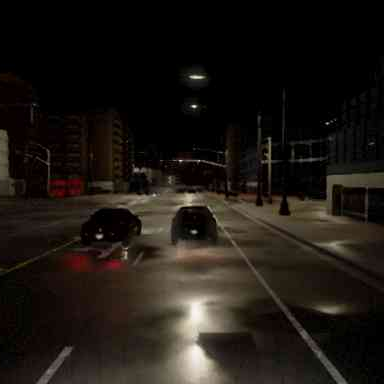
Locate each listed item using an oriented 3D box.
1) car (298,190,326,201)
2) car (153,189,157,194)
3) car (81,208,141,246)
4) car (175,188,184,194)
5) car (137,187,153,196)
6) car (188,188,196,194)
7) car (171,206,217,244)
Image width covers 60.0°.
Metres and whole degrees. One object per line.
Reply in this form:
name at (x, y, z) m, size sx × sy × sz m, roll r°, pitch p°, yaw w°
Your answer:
car at (17.966, 0.531, 48.222) m, size 5.008 × 1.535 × 1.882 m, roll 0°, pitch 2°, yaw 1°
car at (-10.485, -0.041, 88.064) m, size 1.895 × 1.301 × 4.718 m, roll 0°, pitch 1°, yaw 0°
car at (-3.411, 1.426, 14.569) m, size 1.812 × 1.442 × 4.674 m, roll 0°, pitch 1°, yaw 0°
car at (-3.484, -0.148, 90.942) m, size 1.812 × 1.442 × 4.674 m, roll 0°, pitch 1°, yaw 0°
car at (-10.487, -0.179, 72.339) m, size 2.150 × 2.045 × 5.566 m, roll 0°, pitch 1°, yaw 0°
car at (0.016, -0.316, 90.909) m, size 2.097 × 1.767 × 4.553 m, roll 0°, pitch 1°, yaw 0°
car at (0.093, 1.370, 15.319) m, size 1.882 × 1.535 × 5.008 m, roll 0°, pitch 1°, yaw 0°
